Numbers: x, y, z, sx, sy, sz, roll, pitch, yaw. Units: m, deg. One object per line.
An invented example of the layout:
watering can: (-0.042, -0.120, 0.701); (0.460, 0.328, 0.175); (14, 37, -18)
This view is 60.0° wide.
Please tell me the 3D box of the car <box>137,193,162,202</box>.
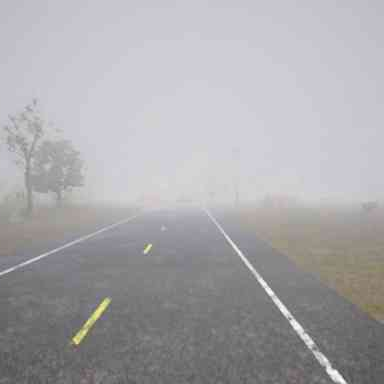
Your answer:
car: (-9.717, 1.182, 76.012); (5.566, 2.045, 2.150); (0, 0, -2)

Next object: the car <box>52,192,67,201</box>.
car: (-25.914, 1.118, 68.534); (5.566, 2.045, 2.150); (0, 0, -2)

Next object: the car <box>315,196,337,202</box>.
car: (31.107, 1.622, 77.129); (4.902, 1.511, 2.128); (0, 0, -2)

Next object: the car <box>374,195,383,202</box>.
car: (45.025, 1.494, 77.534); (4.553, 1.767, 2.097); (0, 0, -2)

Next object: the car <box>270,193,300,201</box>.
car: (19.668, 1.300, 69.779); (5.566, 2.045, 2.150); (0, 0, -2)

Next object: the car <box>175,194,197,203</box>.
car: (-1.185, 1.361, 69.212); (4.553, 1.767, 2.097); (0, 0, -1)
